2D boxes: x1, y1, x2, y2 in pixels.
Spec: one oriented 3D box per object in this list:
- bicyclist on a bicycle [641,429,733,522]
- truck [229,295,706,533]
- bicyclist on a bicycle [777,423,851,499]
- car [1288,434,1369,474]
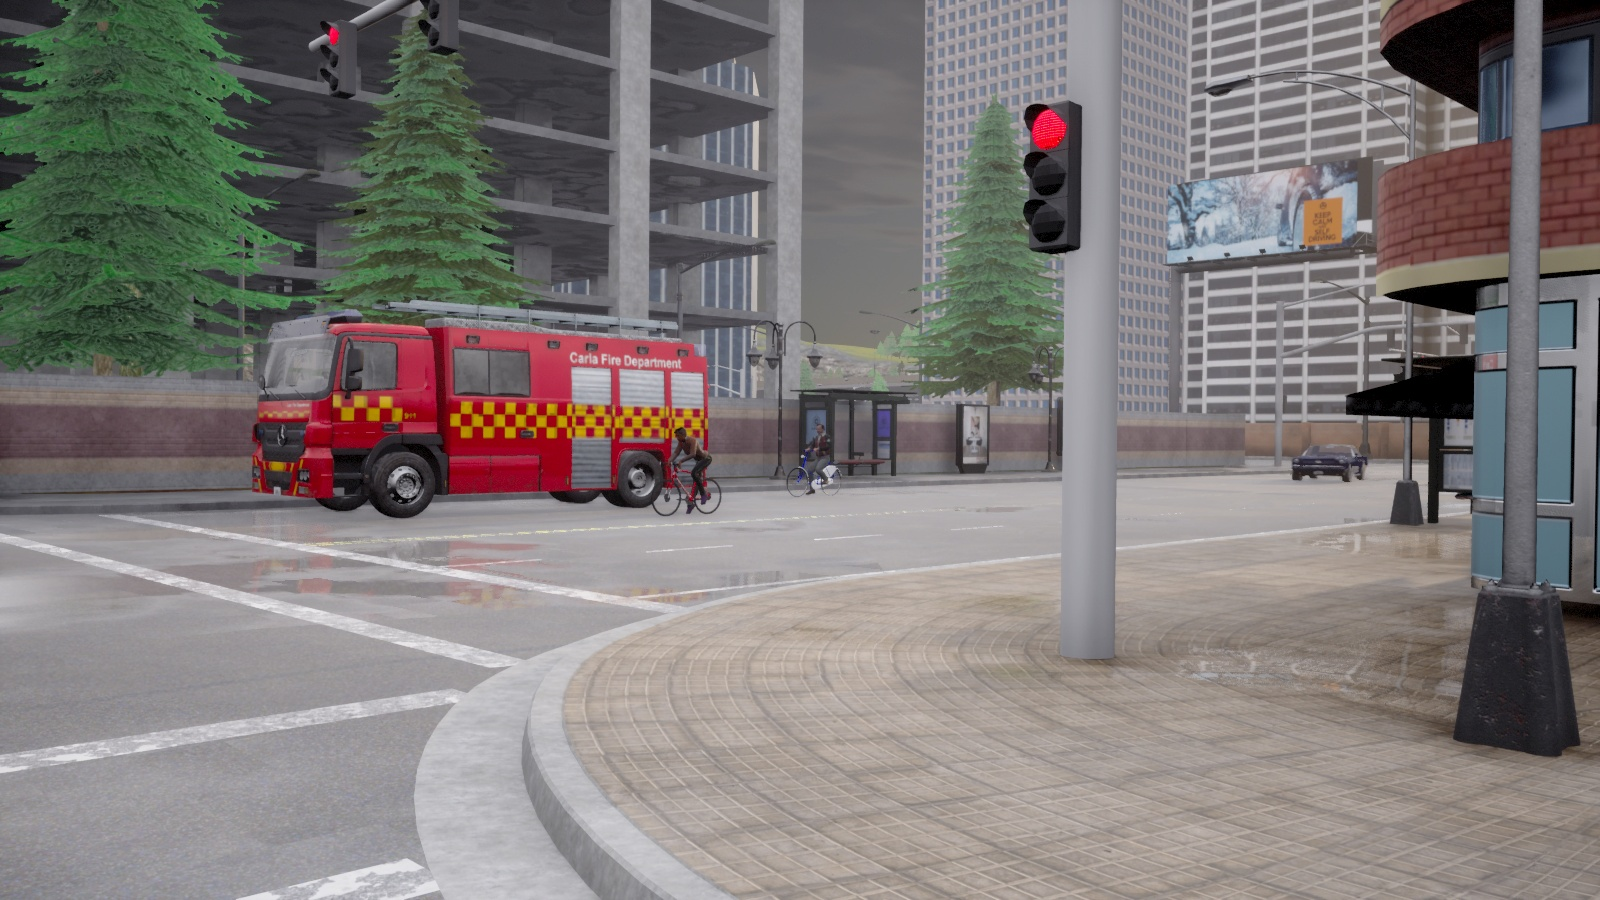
[{"bbox_3d":[-2.060,0.443,23.091,1.656,1.620,0.582,-2,1,-44],"label":"bicyclist on a bicycle"},{"bbox_3d":[-6.031,-0.653,24.140,8.468,3.827,2.891,-1,1,-44],"label":"truck"},{"bbox_3d":[0.346,0.242,30.206,1.843,1.776,0.659,-1,1,-44],"label":"bicyclist on a bicycle"},{"bbox_3d":[18.815,0.108,44.591,1.895,1.301,4.718,0,1,32],"label":"car"}]
